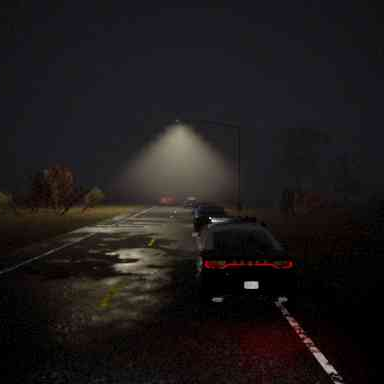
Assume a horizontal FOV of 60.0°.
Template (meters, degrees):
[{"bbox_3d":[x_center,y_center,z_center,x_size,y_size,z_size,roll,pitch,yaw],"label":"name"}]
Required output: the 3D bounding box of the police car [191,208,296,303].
[{"bbox_3d":[1.031,1.419,8.397,1.930,1.638,5.238,0,0,0],"label":"police car"}]

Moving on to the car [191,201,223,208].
[{"bbox_3d":[1.008,1.488,18.288,1.837,1.490,4.892,0,0,0],"label":"car"}]

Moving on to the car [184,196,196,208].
[{"bbox_3d":[-0.072,1.415,45.792,2.128,1.511,4.902,0,0,0],"label":"car"}]

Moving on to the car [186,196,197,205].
[{"bbox_3d":[-0.143,1.407,59.126,1.812,1.442,4.674,0,0,0],"label":"car"}]

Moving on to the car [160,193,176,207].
[{"bbox_3d":[-3.623,1.132,50.244,2.150,2.045,5.566,0,0,0],"label":"car"}]

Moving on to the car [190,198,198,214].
[{"bbox_3d":[0.995,1.450,24.290,1.882,1.535,5.008,0,0,0],"label":"car"}]
